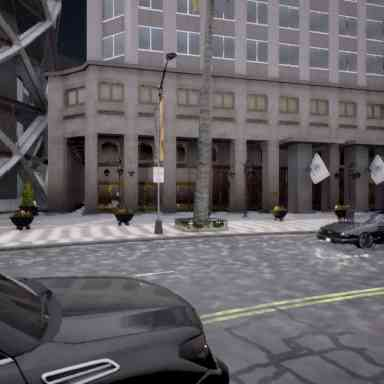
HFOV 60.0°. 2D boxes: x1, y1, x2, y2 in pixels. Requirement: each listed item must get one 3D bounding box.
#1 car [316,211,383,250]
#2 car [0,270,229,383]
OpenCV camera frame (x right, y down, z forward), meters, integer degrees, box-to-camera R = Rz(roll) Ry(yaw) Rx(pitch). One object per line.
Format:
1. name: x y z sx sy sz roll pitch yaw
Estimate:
1. car: 8.089 1.547 14.121 5.357 1.411 2.033 0 0 -15
2. car: -2.355 1.218 1.952 5.566 2.045 2.150 1 0 -35
